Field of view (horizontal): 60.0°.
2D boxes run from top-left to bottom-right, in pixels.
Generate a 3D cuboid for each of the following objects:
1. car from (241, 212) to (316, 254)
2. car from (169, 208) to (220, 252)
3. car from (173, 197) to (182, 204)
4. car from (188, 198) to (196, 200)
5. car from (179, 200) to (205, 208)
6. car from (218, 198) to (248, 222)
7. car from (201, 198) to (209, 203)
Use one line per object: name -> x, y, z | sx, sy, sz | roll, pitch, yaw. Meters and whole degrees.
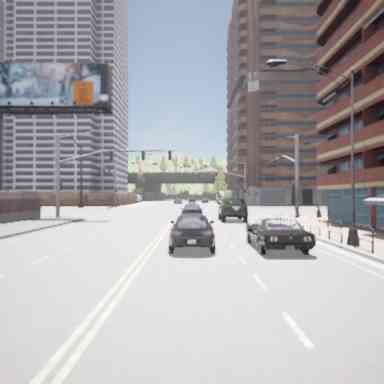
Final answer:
car -> 3.506, 1.734, 14.103 | 1.895, 1.301, 4.718 | 0, 0, 0
car -> 0.008, 1.662, 14.388 | 1.812, 1.442, 4.674 | 0, 0, 0
car -> -3.476, 2.130, 82.406 | 2.097, 1.767, 4.553 | 0, -1, 0
car -> 0.026, 2.268, 89.688 | 1.837, 1.490, 4.892 | 0, -1, 0
car -> 0.003, 1.784, 29.302 | 1.837, 1.490, 4.892 | 0, 0, 0
car -> 3.510, 1.490, 29.016 | 2.150, 2.045, 5.566 | 0, 0, 0
car -> 3.526, 2.307, 89.688 | 2.033, 1.411, 5.357 | 0, -1, 0
